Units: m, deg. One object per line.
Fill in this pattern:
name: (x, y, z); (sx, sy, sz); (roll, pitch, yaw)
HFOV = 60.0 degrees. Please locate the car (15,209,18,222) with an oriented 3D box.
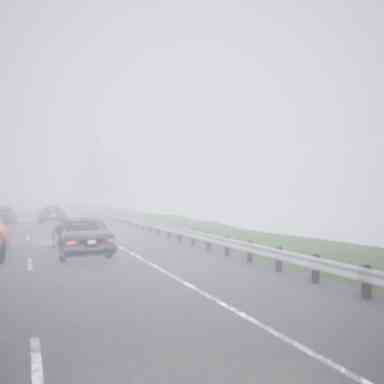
car: (-14.453, 1.740, 25.312); (1.994, 1.385, 4.181); (0, 0, -26)

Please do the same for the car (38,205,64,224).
car: (-11.374, 1.754, 26.980); (1.994, 1.385, 4.181); (0, 0, -26)

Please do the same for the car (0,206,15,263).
car: (-7.774, 1.434, 11.975); (2.097, 1.767, 4.553); (0, -1, -26)

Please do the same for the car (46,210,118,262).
car: (-4.257, 1.639, 12.740); (2.033, 1.411, 5.357); (0, 0, -26)
